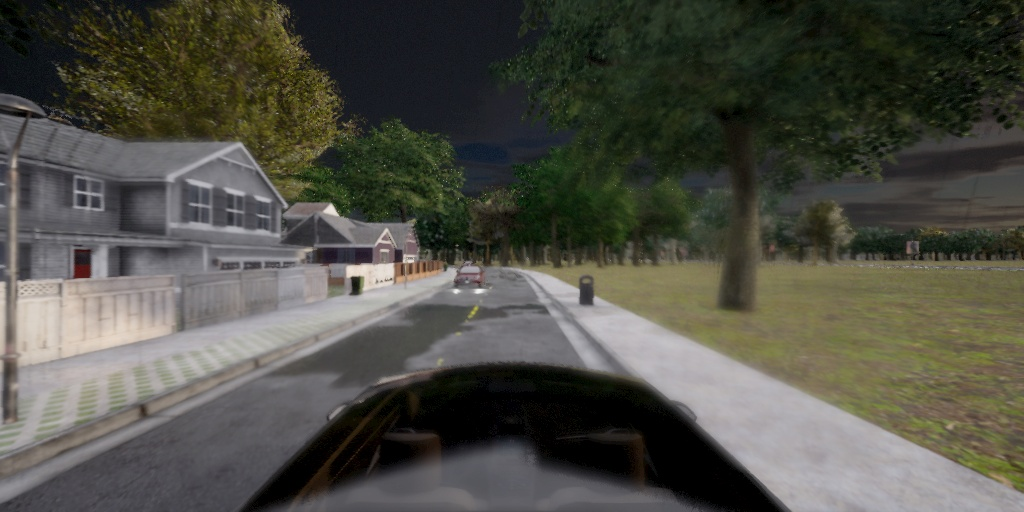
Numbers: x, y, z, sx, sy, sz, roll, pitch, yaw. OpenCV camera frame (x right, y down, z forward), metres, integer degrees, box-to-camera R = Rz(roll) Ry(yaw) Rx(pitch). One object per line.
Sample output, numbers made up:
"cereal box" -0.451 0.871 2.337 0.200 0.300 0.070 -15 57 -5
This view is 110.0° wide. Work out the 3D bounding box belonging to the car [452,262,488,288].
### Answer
"car" -2.863 1.397 25.155 1.812 1.442 4.674 0 0 0
